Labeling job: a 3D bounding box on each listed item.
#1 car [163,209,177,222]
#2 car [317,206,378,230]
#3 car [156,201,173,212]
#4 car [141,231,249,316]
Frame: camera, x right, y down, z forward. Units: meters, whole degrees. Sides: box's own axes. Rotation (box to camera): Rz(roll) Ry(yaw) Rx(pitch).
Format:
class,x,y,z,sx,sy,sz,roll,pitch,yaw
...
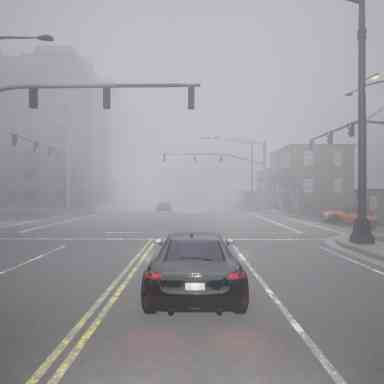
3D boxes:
class,x,y,z,sx,sy,sz,roll,pitch,yaw
car,-3.734,3.977,56.357,2.033,1.411,5.357,0,-12,0
car,12.931,1.986,27.772,4.553,1.767,2.097,8,0,0
car,-3.711,2.017,44.584,1.837,1.490,4.892,0,-5,0
car,0.056,1.564,7.614,1.994,1.385,4.181,0,0,0
